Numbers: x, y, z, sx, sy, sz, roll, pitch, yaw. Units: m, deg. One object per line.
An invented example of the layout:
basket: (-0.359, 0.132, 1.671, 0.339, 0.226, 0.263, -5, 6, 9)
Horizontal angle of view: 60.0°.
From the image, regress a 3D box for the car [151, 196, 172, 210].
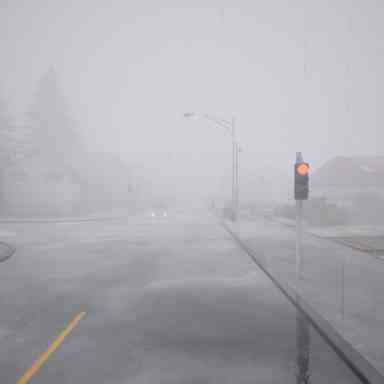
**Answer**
car: (-3.974, 1.505, 42.288, 1.837, 1.490, 4.892, 0, 0, 0)

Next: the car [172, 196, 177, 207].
car: (-3.938, 1.352, 52.330, 2.097, 1.767, 4.553, 0, 0, 0)

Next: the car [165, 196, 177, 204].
car: (-3.869, 1.477, 62.793, 1.882, 1.535, 5.008, 0, 0, 1)
